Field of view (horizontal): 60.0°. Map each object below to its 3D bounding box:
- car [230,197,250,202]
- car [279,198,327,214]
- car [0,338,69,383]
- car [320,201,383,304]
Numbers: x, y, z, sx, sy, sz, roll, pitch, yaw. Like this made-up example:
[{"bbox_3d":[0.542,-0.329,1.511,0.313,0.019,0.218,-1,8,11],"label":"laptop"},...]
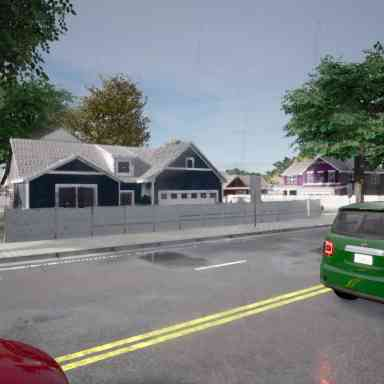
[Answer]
[{"bbox_3d":[7.024,1.431,45.076,2.097,1.767,4.553,-1,0,-31],"label":"car"},{"bbox_3d":[12.202,1.494,36.926,1.882,1.535,5.008,-1,0,-33],"label":"car"},{"bbox_3d":[-3.054,1.476,1.263,5.008,1.535,1.882,0,0,-35],"label":"car"},{"bbox_3d":[5.067,1.210,7.098,5.566,2.045,2.150,0,0,-35],"label":"car"}]
